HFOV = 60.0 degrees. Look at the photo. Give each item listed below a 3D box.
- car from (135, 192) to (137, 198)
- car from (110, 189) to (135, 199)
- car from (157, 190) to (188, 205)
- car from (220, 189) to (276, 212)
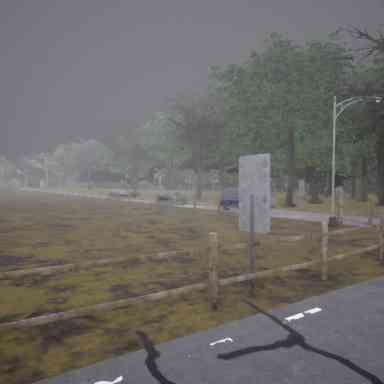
[{"bbox_3d":[-11.286,0.263,57.705,1.837,1.490,4.892,0,1,-35],"label":"car"},{"bbox_3d":[-11.420,0.321,52.940,1.882,1.535,5.008,0,1,-35],"label":"car"},{"bbox_3d":[-2.414,0.570,40.145,2.097,1.767,4.553,0,1,-36],"label":"car"},{"bbox_3d":[4.885,0.739,29.857,2.150,2.045,5.566,0,1,-36],"label":"car"}]
